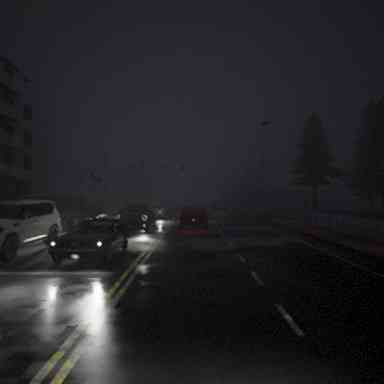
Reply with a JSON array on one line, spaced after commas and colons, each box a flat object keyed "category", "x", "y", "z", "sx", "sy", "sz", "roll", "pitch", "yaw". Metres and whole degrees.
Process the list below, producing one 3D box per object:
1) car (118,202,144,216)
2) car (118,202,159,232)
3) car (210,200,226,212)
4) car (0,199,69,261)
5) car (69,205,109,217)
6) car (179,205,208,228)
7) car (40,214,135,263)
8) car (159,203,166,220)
[{"category": "car", "x": -7.014, "y": 1.879, "z": 38.625, "sx": 2.033, "sy": 1.411, "sz": 5.357, "roll": 0, "pitch": -1, "yaw": 0}, {"category": "car", "x": -3.587, "y": 1.537, "z": 21.524, "sx": 2.097, "sy": 1.767, "sz": 4.553, "roll": 0, "pitch": 0, "yaw": 0}, {"category": "car", "x": 3.549, "y": 1.878, "z": 45.012, "sx": 2.128, "sy": 1.511, "sz": 4.902, "roll": 0, "pitch": 0, "yaw": 0}, {"category": "car", "x": -7.152, "y": 1.335, "z": 13.132, "sx": 2.150, "sy": 2.045, "sz": 5.566, "roll": 0, "pitch": 0, "yaw": 2}, {"category": "car", "x": -7.086, "y": 1.690, "z": 23.050, "sx": 2.128, "sy": 1.511, "sz": 4.902, "roll": 0, "pitch": 0, "yaw": 0}, {"category": "car", "x": 0.103, "y": 1.683, "z": 23.880, "sx": 1.882, "sy": 1.535, "sz": 5.008, "roll": 0, "pitch": -1, "yaw": 0}, {"category": "car", "x": -3.591, "y": 1.709, "z": 12.475, "sx": 1.895, "sy": 1.301, "sz": 4.718, "roll": 0, "pitch": 0, "yaw": 0}, {"category": "car", "x": -3.567, "y": 1.797, "z": 31.636, "sx": 1.812, "sy": 1.442, "sz": 4.674, "roll": 0, "pitch": -1, "yaw": 0}]
